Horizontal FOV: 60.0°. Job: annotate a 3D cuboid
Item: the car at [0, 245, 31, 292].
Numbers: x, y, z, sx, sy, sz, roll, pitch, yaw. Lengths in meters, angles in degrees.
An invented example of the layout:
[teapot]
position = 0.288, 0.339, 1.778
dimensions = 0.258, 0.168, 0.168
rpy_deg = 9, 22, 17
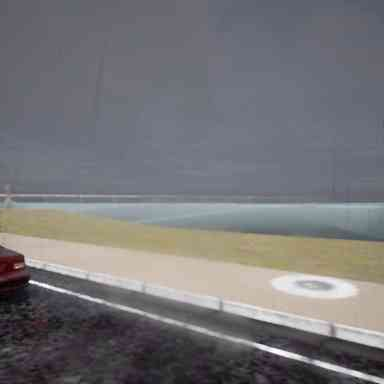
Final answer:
[car]
position = -5.991, 1.600, 7.935
dimensions = 5.357, 1.411, 2.033
rpy_deg = 0, 0, 36
